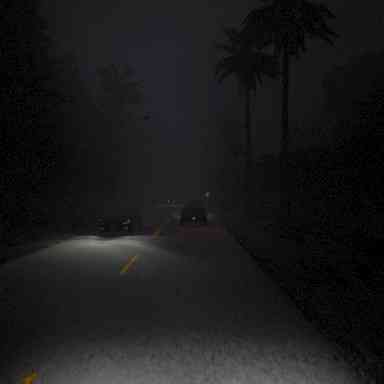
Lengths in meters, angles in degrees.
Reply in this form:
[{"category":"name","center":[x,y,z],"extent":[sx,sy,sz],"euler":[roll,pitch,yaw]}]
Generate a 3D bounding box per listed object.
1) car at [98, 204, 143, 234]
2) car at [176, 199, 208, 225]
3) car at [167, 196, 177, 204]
[{"category":"car","center":[-4.082,1.513,19.659],"extent":[1.882,1.535,5.008],"euler":[0,0,0]},{"category":"car","center":[0.128,1.537,24.397],"extent":[2.128,1.511,4.902],"euler":[0,0,0]},{"category":"car","center":[-3.898,1.652,65.923],"extent":[1.837,1.490,4.892],"euler":[0,0,0]}]
